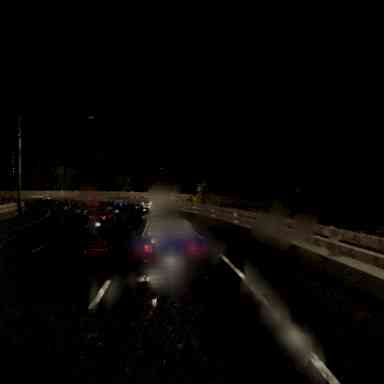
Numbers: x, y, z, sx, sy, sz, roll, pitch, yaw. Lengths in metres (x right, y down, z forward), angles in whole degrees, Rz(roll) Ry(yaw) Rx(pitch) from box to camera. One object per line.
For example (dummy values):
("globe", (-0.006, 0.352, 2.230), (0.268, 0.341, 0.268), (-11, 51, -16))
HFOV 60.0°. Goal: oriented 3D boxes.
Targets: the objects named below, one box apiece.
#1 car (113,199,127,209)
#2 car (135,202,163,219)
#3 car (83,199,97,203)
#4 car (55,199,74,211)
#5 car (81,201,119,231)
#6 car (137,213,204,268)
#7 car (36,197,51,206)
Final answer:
("car", (-10.385, 1.701, 46.432), (1.994, 1.385, 4.181), (0, 0, -25))
("car", (-3.521, 1.560, 26.974), (2.128, 1.511, 4.902), (0, 0, -14))
("car", (-13.909, 1.676, 45.770), (1.812, 1.442, 4.674), (0, 0, -25))
("car", (-16.277, 1.657, 42.553), (1.837, 1.490, 4.892), (0, -1, -24))
("car", (-5.801, 1.574, 21.212), (1.837, 1.490, 4.892), (0, 0, -11))
("car", (-0.806, 1.628, 11.448), (1.895, 1.301, 4.718), (0, 0, -6))
("car", (-27.832, 1.732, 62.250), (2.128, 1.511, 4.902), (0, 0, -36))
